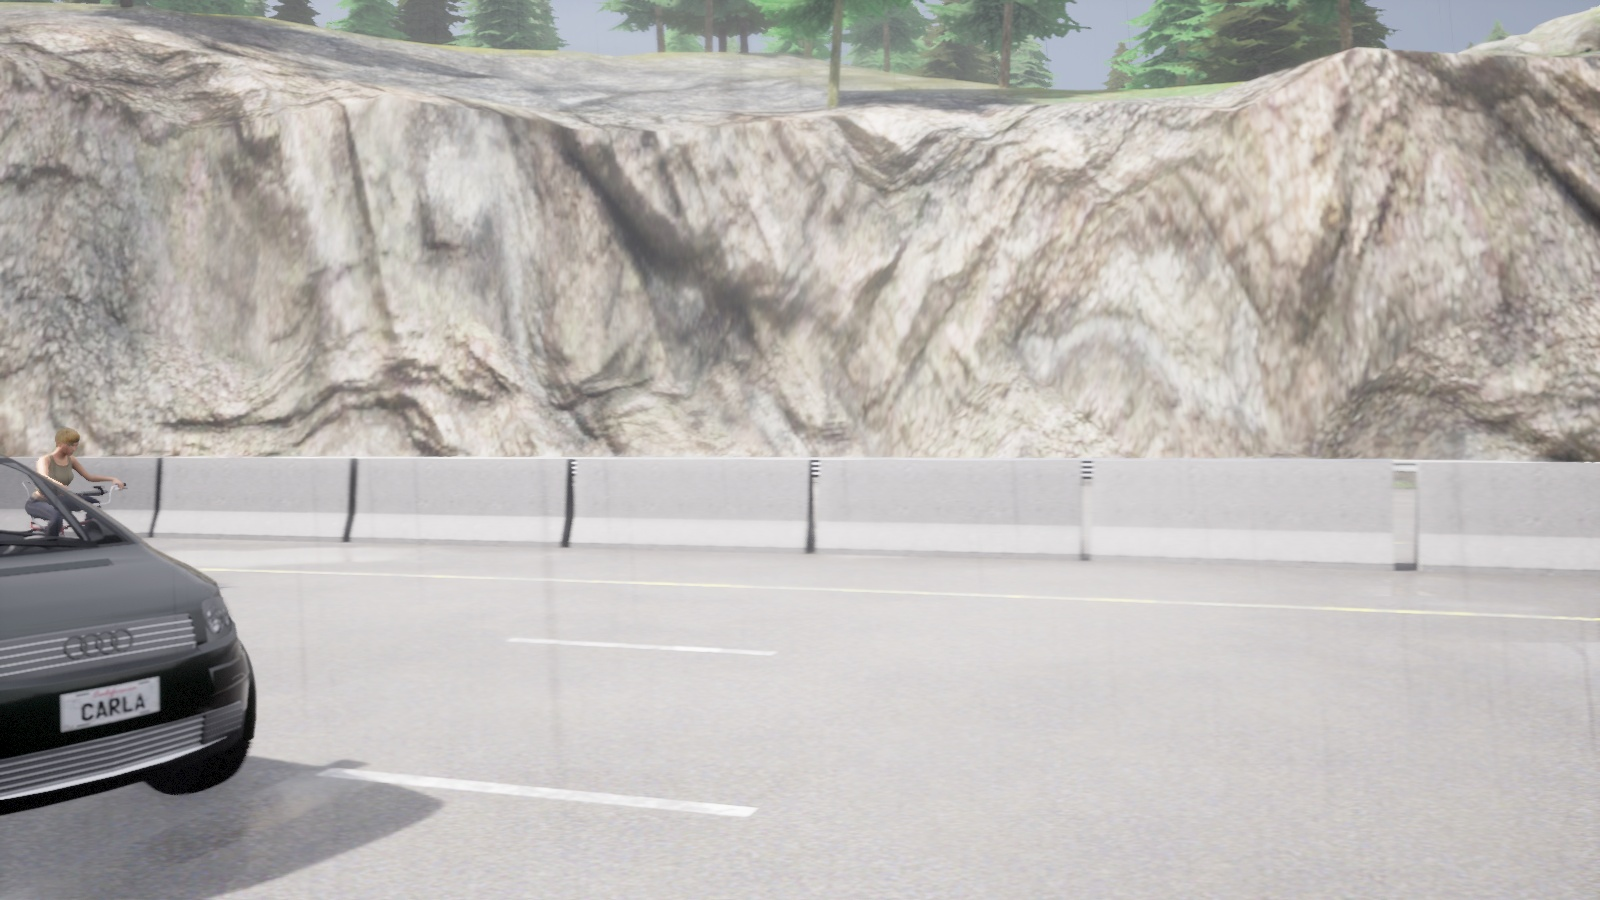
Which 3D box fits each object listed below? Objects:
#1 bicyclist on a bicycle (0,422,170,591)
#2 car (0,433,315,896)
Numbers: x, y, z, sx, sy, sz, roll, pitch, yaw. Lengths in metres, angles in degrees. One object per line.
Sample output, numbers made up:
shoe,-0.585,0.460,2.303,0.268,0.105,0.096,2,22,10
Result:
bicyclist on a bicycle,-7.306,0.532,12.649,1.509,1.612,0.866,0,1,14
car,-4.130,0.705,5.419,3.705,1.549,1.789,0,1,28
